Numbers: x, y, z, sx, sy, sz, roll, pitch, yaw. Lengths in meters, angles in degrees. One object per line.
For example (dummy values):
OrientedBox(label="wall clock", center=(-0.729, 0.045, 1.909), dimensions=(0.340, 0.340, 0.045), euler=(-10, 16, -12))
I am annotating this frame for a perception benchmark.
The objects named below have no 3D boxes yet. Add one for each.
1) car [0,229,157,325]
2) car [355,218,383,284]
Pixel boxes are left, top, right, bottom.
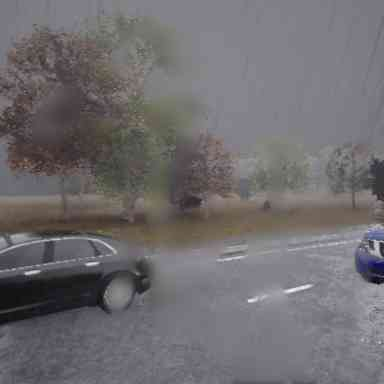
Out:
OrientedBox(label="car", center=(-3.017, 1.499, 6.082), dimensions=(4.892, 1.490, 1.837), euler=(0, 0, -35))
OrientedBox(label="car", center=(6.467, 1.217, 8.365), dimensions=(5.566, 2.045, 2.150), euler=(0, 0, -34))
